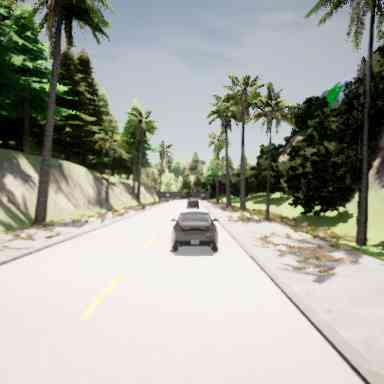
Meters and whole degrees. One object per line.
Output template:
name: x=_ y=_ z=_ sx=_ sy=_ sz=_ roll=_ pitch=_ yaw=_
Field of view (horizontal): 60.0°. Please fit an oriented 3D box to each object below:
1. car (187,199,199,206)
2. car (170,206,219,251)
car: x=0.166 y=1.821 z=54.751 sx=1.882 sy=1.535 sz=5.008 roll=0 pitch=-1 yaw=0
car: x=0.112 y=1.599 z=14.668 sx=1.837 sy=1.490 sz=4.892 roll=0 pitch=0 yaw=0
